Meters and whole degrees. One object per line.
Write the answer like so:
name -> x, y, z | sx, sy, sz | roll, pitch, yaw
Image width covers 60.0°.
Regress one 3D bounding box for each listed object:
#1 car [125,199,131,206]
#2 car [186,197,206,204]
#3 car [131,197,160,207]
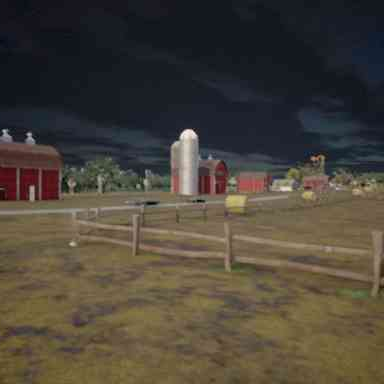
car -> -9.372, 1.616, 56.939 | 2.128, 1.511, 4.902 | 0, 0, 36
car -> 0.835, 1.680, 66.496 | 1.895, 1.301, 4.718 | 0, 0, 35
car -> -7.325, 1.733, 54.945 | 1.895, 1.301, 4.718 | 0, 0, 36
